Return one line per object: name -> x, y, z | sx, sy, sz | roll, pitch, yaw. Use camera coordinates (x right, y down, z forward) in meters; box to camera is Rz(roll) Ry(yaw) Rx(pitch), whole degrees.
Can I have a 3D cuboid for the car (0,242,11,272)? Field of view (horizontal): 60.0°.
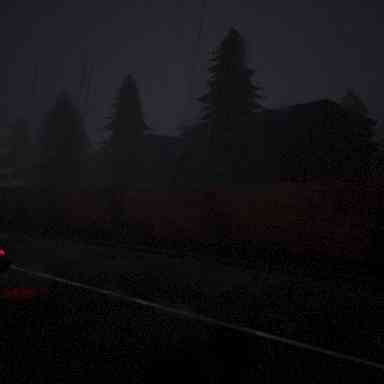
car -> -6.959, 1.500, 8.967 | 5.357, 1.411, 2.033 | 0, 0, 36
